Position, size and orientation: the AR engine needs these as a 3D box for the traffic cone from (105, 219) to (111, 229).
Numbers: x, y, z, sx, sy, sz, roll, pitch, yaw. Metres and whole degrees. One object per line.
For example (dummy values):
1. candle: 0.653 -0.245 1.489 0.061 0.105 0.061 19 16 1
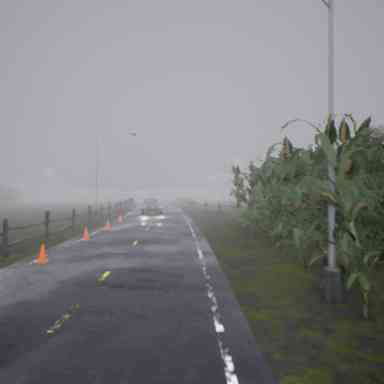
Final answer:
1. traffic cone: -5.272 2.004 20.815 0.340 0.580 0.340 0 0 -3

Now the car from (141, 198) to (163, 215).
1. car: -4.201 1.429 34.537 2.097 1.767 4.553 0 0 -10

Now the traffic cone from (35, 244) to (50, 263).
1. traffic cone: -4.882 1.982 10.880 0.340 0.580 0.340 0 0 -2

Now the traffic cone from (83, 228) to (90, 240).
1. traffic cone: -5.048 1.993 15.848 0.340 0.580 0.340 0 0 -2

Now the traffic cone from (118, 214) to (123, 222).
1. traffic cone: -5.554 2.014 25.779 0.340 0.580 0.340 0 0 -4
